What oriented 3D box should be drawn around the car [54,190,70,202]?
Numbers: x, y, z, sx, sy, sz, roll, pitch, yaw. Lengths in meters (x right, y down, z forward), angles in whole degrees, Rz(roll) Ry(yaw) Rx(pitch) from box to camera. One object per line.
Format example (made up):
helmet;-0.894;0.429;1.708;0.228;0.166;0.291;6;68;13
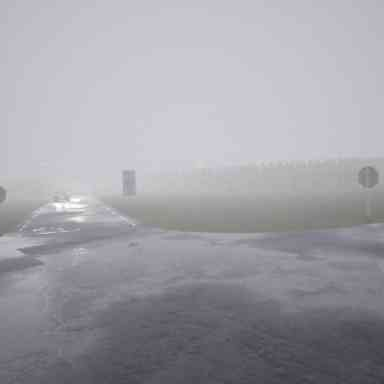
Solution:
car;-17.590;0.518;45.003;2.128;1.511;4.902;-3;2;-19
